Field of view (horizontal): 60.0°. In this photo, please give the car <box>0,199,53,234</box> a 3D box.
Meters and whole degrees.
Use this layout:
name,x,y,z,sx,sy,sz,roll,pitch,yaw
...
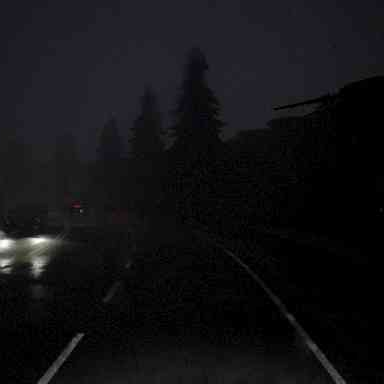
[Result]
name,x,y,z,sx,sy,sz,roll,pitch,yaw
car,-9.511,1.436,19.448,1.882,1.535,5.008,0,0,-19

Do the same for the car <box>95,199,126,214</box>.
name,x,y,z,sx,sy,sz,roll,pitch,yaw
car,-8.392,1.420,33.863,2.128,1.511,4.902,0,0,-34

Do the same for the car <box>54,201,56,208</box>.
name,x,y,z,sx,sy,sz,roll,pitch,yaw
car,-16.351,1.401,43.164,4.902,1.511,2.128,0,0,42

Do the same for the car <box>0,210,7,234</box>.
name,x,y,z,sx,sy,sz,roll,pitch,yaw
car,-7.515,1.484,9.609,1.837,1.490,4.892,0,0,-5

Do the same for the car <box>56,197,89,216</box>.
name,x,y,z,sx,sy,sz,roll,pitch,yaw
car,-11.327,1.438,31.955,1.837,1.490,4.892,0,0,-34
